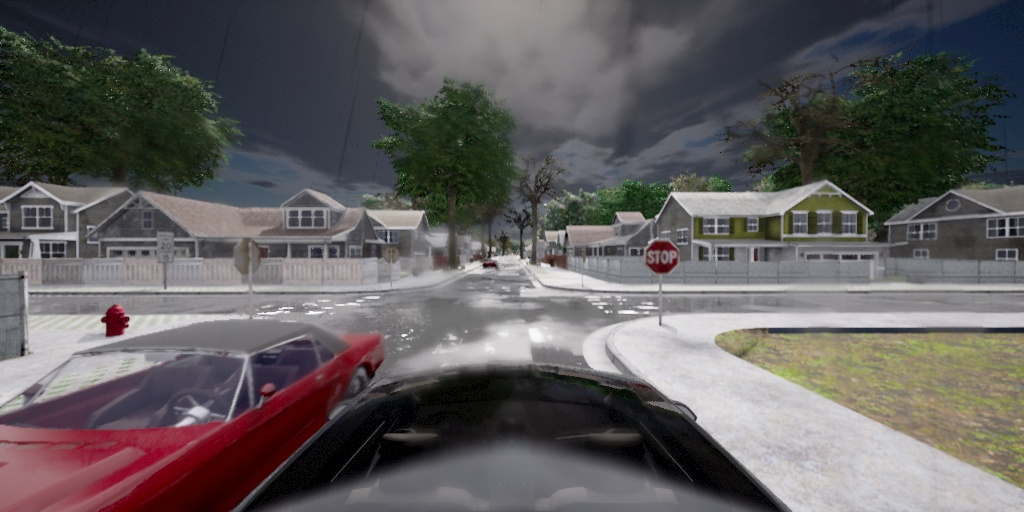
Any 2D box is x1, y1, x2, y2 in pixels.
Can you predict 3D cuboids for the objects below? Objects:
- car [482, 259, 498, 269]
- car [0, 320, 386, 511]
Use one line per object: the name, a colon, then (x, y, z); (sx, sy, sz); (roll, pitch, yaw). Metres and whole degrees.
car: (-2.740, 0.994, 46.032); (1.895, 1.301, 4.718); (0, 0, 0)
car: (-2.749, 1.342, 2.942); (1.895, 1.301, 4.718); (0, 0, 0)
